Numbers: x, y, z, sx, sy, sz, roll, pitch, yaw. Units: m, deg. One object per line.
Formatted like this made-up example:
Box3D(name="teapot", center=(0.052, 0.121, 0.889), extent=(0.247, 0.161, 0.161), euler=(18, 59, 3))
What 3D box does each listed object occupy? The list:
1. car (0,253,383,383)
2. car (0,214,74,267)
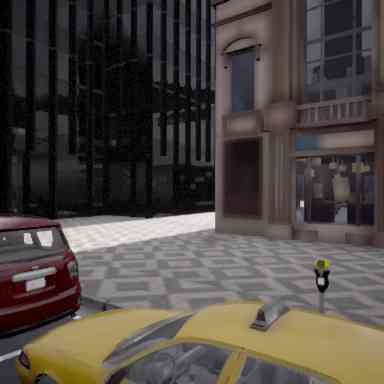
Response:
Box3D(name="car", center=(0.389, 1.524, 2.682), extent=(4.829, 1.417, 1.752), euler=(0, 0, 36))
Box3D(name="car", center=(-4.034, 1.314, 5.836), extent=(5.009, 1.841, 2.192), euler=(0, 0, 36))
